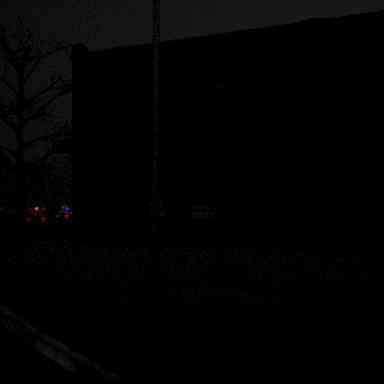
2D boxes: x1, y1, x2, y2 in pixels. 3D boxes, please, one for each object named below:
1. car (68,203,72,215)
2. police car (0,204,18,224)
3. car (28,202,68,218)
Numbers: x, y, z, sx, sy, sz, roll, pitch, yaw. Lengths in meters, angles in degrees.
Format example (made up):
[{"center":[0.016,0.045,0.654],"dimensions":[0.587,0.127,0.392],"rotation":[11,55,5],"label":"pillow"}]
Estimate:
[{"center":[-15.479,2.204,43.411],"dimensions":[1.812,1.442,4.674],"rotation":[0,-1,14],"label":"car"},{"center":[-16.426,1.848,28.678],"dimensions":[1.930,1.638,5.238],"rotation":[0,-1,-7],"label":"police car"},{"center":[-16.479,1.926,37.868],"dimensions":[2.097,1.767,4.553],"rotation":[0,-1,6],"label":"car"}]
